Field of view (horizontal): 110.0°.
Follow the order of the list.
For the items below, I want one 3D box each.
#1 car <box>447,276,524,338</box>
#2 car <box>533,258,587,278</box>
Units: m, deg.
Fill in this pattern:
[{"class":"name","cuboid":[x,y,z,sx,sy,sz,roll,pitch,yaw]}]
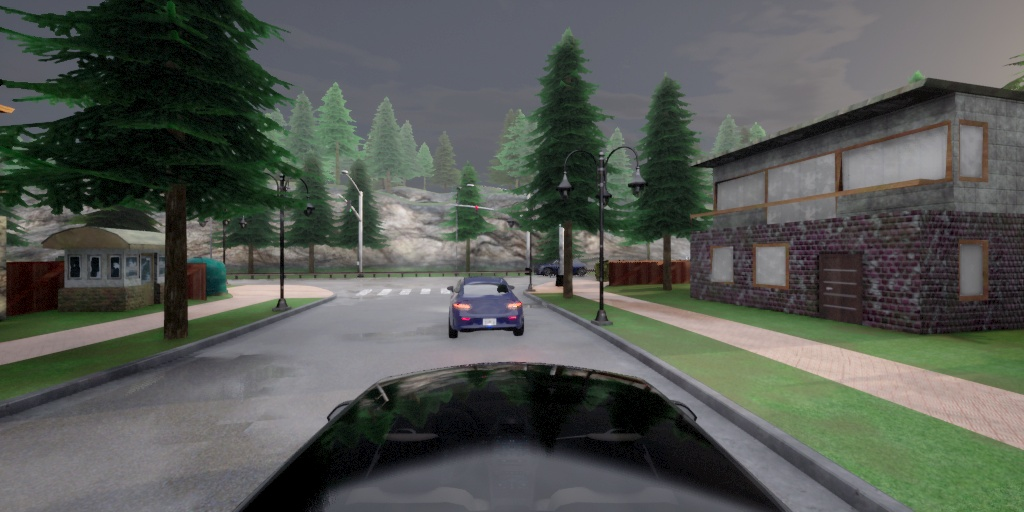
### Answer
[{"class":"car","cuboid":[-0.836,1.276,10.119,1.812,1.442,4.674,0,0,-9]},{"class":"car","cuboid":[4.211,0.945,31.679,4.553,1.767,2.097,0,0,-12]}]
